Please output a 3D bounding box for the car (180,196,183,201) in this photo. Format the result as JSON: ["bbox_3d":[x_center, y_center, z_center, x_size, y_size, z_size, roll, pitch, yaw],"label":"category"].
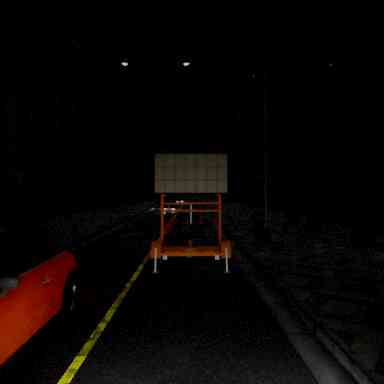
[{"bbox_3d":[-3.270,1.754,88.187,1.994,1.385,4.181,0,0,0],"label":"car"}]

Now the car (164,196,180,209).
[{"bbox_3d":[-3.241,1.597,47.772,2.033,1.411,5.357,0,0,0],"label":"car"}]

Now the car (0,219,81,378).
[{"bbox_3d":[-3.112,1.353,4.314,2.097,1.767,4.553,0,0,0],"label":"car"}]

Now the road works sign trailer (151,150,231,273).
[{"bbox_3d":[-0.029,0.467,10.668,2.380,3.560,2.880,0,0,0],"label":"road works sign trailer"}]
